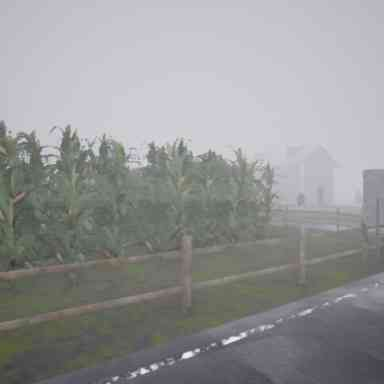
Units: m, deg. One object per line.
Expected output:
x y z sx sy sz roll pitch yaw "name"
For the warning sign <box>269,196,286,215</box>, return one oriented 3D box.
8.543 1.315 33.250 1.300 1.860 1.060 0 0 -38 "warning sign"
